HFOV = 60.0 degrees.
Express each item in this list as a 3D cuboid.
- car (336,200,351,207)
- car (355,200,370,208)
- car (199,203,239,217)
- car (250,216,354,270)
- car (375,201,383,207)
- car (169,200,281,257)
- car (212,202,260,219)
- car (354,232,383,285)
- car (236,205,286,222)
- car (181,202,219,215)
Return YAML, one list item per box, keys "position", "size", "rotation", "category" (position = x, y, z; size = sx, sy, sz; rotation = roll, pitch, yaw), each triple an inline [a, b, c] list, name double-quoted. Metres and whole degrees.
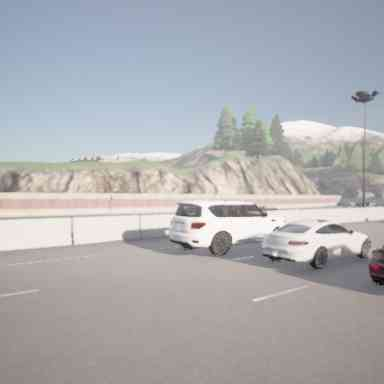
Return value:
- position: [30.916, 2.380, 67.779]
  size: [1.994, 1.385, 4.181]
  rotation: [0, -1, 39]
  category: "car"
- position: [33.710, 2.303, 65.672]
  size: [1.882, 1.535, 5.008]
  rotation: [0, -1, 39]
  category: "car"
- position: [3.019, 1.930, 37.106]
  size: [4.181, 1.385, 1.994]
  rotation: [1, -1, -37]
  category: "car"
- position: [4.377, 1.663, 11.519]
  size: [4.674, 1.442, 1.812]
  rotation: [0, 0, -37]
  category: "car"
- position: [35.990, 2.348, 62.909]
  size: [1.812, 1.442, 4.674]
  rotation: [0, -1, 39]
  category: "car"
- position: [1.679, 1.364, 13.858]
  size: [5.566, 2.045, 2.150]
  rotation: [0, 0, -37]
  category: "car"
- position: [4.532, 1.850, 33.854]
  size: [4.892, 1.490, 1.837]
  rotation: [0, 0, -37]
  category: "car"
- position: [6.324, 1.650, 8.600]
  size: [4.674, 1.442, 1.812]
  rotation: [1, -1, -37]
  category: "car"
- position: [6.426, 1.933, 30.888]
  size: [4.718, 1.301, 1.895]
  rotation: [1, -1, -37]
  category: "car"
- position: [0.986, 1.943, 39.958]
  size: [4.181, 1.385, 1.994]
  rotation: [1, -1, -37]
  category: "car"
